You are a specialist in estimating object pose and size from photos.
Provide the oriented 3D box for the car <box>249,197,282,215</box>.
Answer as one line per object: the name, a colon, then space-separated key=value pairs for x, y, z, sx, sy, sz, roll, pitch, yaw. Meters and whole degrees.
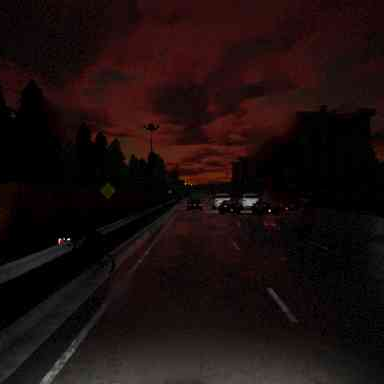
car: x=7.296 y=1.504 z=33.585 sx=1.837 sy=1.490 sz=4.892 roll=0 pitch=0 yaw=0

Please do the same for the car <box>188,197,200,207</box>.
car: x=0.270 y=1.524 z=51.014 sx=1.812 sy=1.442 sz=4.674 roll=0 pitch=0 yaw=0

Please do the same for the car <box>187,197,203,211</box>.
car: x=0.343 y=1.546 z=40.664 sx=2.033 sy=1.411 sz=5.357 roll=0 pitch=0 yaw=0

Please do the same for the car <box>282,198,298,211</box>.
car: x=10.831 y=1.600 z=40.204 sx=1.895 sy=1.301 sz=4.718 roll=0 pitch=0 yaw=0

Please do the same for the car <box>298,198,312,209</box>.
car: x=14.345 y=1.477 z=44.294 sx=1.882 sy=1.535 sz=5.008 roll=0 pitch=0 yaw=0

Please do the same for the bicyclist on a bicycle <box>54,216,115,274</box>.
bicyclist on a bicycle: x=-2.909 y=1.491 z=9.097 sx=1.656 sy=1.620 sz=0.582 roll=4 pitch=0 yaw=-1

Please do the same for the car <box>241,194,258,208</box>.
car: x=7.340 y=1.220 z=43.495 sx=2.150 sy=2.045 sz=5.566 roll=0 pitch=0 yaw=0

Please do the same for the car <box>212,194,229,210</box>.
car: x=3.839 y=1.220 z=43.934 sx=2.150 sy=2.045 sz=5.566 roll=0 pitch=0 yaw=0

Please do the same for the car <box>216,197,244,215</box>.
car: x=3.799 y=1.525 z=34.018 sx=1.812 sy=1.442 sz=4.674 roll=0 pitch=0 yaw=0
